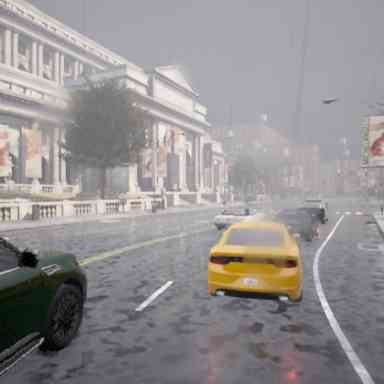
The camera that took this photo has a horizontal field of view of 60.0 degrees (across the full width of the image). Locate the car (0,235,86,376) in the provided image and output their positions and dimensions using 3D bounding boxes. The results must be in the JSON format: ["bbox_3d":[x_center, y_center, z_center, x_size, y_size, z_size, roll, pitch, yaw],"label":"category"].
[{"bbox_3d":[-3.044,1.223,3.154,2.150,2.045,5.566,0,0,7],"label":"car"}]

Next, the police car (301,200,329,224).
[{"bbox_3d":[9.169,1.422,25.099,1.930,1.638,5.238,0,0,27],"label":"police car"}]

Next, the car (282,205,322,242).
[{"bbox_3d":[5.162,1.562,16.744,1.994,1.385,4.181,0,0,26],"label":"car"}]

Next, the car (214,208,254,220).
[{"bbox_3d":[3.023,1.599,20.389,1.895,1.301,4.718,0,0,26],"label":"car"}]

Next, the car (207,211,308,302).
[{"bbox_3d":[1.700,1.477,8.446,1.882,1.535,5.008,0,0,15],"label":"car"}]
